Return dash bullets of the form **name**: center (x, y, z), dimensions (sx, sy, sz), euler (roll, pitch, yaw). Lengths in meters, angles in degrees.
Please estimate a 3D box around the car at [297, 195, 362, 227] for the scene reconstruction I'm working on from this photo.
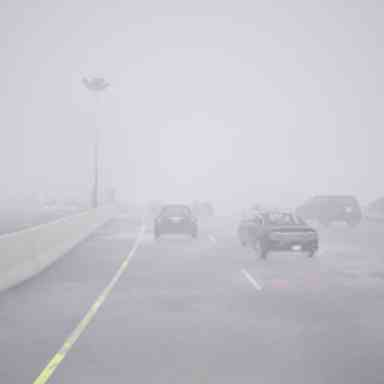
- **car**: center (9.104, 1.213, 22.615), dimensions (2.150, 2.045, 5.566), euler (0, 0, -7)

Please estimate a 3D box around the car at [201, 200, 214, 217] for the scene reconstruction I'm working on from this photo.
- **car**: center (0.752, 1.507, 31.163), dimensions (2.128, 1.511, 4.902), euler (0, 0, -10)

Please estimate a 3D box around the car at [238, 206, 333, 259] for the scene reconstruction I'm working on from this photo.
- **car**: center (3.026, 1.491, 12.560), dimensions (2.128, 1.511, 4.902), euler (0, 0, -4)

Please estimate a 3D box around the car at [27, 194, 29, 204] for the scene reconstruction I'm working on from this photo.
- **car**: center (-28.373, 1.321, 58.334), dimensions (2.150, 2.045, 5.566), euler (0, 0, -20)

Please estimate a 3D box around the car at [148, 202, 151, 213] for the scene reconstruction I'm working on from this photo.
- **car**: center (-3.830, 1.577, 36.732), dimensions (2.033, 1.411, 5.357), euler (0, 0, -12)

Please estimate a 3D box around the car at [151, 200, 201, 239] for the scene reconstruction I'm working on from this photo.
- **car**: center (-0.938, 1.364, 17.708), dimensions (2.097, 1.767, 4.553), euler (0, 0, -5)
